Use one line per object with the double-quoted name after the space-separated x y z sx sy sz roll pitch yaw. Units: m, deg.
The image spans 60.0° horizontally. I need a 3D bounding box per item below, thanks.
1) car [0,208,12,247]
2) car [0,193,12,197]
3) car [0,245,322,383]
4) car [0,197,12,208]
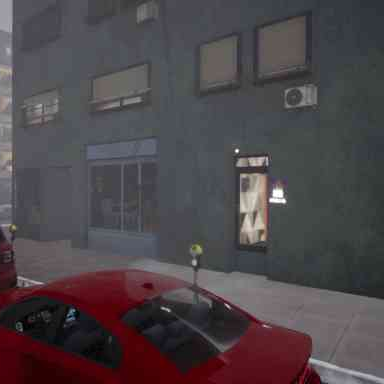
-5.546 1.314 6.742 5.009 1.841 2.192 0 0 35 "car"
-18.566 1.031 31.833 2.192 1.841 5.009 2 2 35 "car"
-1.018 1.544 3.571 4.507 1.381 1.887 0 0 35 "car"
-17.666 1.368 28.598 1.895 1.301 4.718 1 1 34 "car"
